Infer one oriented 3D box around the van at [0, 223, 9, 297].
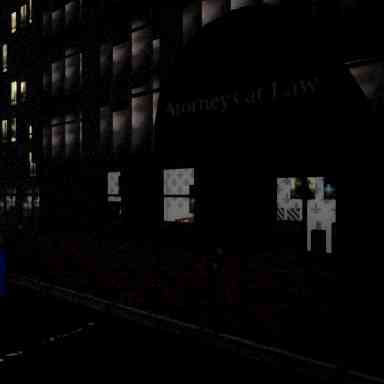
[{"bbox_3d":[-5.363,1.341,6.694,3.998,1.788,1.690,0,0,35],"label":"van"}]
